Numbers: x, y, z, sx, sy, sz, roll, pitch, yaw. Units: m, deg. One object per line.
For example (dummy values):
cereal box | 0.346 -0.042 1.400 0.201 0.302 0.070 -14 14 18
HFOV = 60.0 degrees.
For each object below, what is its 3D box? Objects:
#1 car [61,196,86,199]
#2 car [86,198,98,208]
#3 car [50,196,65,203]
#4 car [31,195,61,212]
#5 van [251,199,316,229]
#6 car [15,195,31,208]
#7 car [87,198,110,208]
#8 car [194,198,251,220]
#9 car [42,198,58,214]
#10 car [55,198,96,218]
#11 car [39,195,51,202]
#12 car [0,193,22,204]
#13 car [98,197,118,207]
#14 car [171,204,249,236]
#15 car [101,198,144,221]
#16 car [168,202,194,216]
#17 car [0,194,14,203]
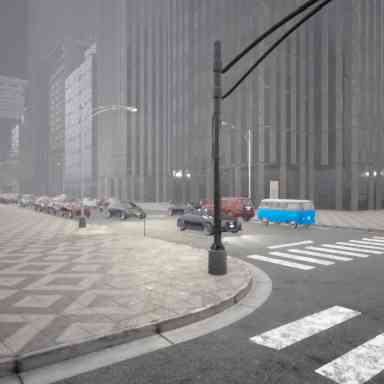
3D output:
car | -15.002 1.528 40.752 1.837 1.490 4.892 0 0 -36
car | -14.425 1.547 45.241 1.812 1.442 4.674 0 0 -36
car | -27.305 1.511 67.599 1.752 1.417 4.829 0 0 -36
car | -17.448 1.460 39.687 1.967 1.590 4.097 0 0 -36
van | 6.100 1.379 21.942 1.690 1.788 3.998 0 0 -36
car | -24.108 1.562 48.789 2.008 1.369 4.403 0 0 -36
car | -13.884 1.601 49.254 1.802 1.307 4.206 0 0 -36
car | 2.769 1.352 26.495 2.192 1.841 5.009 0 0 -36
car | -14.117 1.606 35.135 1.802 1.307 4.206 0 0 -36
car | -10.787 1.572 30.584 1.887 1.381 4.507 0 0 -36
car | -33.981 1.481 76.733 1.752 1.417 4.829 0 0 -35
car | -34.097 1.298 62.443 2.192 1.841 5.009 0 0 -36
car | -10.552 1.464 44.701 1.967 1.590 4.097 0 0 -36
car | 0.903 1.600 18.956 1.994 1.385 4.181 0 0 -36
car | -5.617 1.537 27.867 1.837 1.490 4.892 0 0 -36
car | -0.561 1.599 31.047 1.947 1.339 4.313 0 0 -36
car | -37.428 1.285 66.995 2.192 1.841 5.009 0 0 -36
